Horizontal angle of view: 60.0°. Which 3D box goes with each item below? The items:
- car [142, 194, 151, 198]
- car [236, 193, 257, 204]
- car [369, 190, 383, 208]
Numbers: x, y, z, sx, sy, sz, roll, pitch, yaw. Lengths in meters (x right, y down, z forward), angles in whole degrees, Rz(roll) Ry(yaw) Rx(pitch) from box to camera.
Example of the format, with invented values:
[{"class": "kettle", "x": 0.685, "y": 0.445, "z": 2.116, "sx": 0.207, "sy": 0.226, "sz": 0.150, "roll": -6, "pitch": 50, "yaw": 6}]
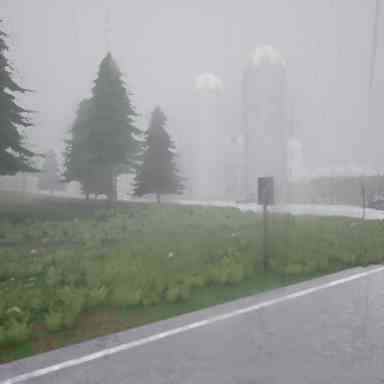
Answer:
[{"class": "car", "x": -11.223, "y": 0.957, "z": 73.934, "sx": 4.181, "sy": 1.381, "sz": 1.994, "roll": -1, "pitch": 1, "yaw": -35}, {"class": "car", "x": 8.055, "y": 0.891, "z": 47.135, "sx": 3.988, "sy": 1.617, "sz": 1.851, "roll": -1, "pitch": 1, "yaw": -35}, {"class": "car", "x": 19.621, "y": 0.738, "z": 34.664, "sx": 1.905, "sy": 1.878, "sz": 3.866, "roll": 0, "pitch": 0, "yaw": 24}]
